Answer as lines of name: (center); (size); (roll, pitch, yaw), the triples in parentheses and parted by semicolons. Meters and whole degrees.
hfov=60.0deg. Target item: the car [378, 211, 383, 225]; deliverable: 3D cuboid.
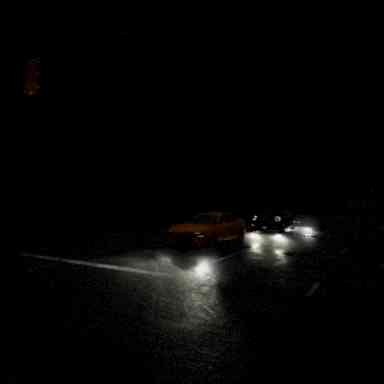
car: (22.081, 2.926, 37.373); (2.128, 1.511, 4.902); (0, -3, 30)

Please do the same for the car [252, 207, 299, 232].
car: (5.848, 1.840, 23.697); (2.097, 1.767, 4.553); (0, -3, 30)

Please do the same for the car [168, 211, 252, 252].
car: (0.817, 1.631, 15.012); (1.882, 1.535, 5.008); (0, -1, 30)

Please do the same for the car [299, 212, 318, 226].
car: (10.864, 2.572, 32.351); (1.895, 1.301, 4.718); (0, -3, 30)
